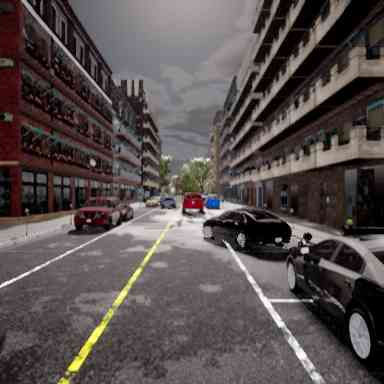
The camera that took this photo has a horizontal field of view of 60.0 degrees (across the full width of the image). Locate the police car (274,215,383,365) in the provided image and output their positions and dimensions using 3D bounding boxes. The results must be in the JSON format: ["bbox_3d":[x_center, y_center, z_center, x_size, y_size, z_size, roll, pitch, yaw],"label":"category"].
[{"bbox_3d":[3.133,1.409,5.920,1.930,1.638,5.238,0,0,0],"label":"police car"}]

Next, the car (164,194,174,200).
[{"bbox_3d":[-5.681,1.334,82.104,2.008,1.369,4.403,1,0,0],"label":"car"}]

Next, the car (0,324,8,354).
[{"bbox_3d":[-3.099,1.543,1.577,2.033,1.411,5.357,0,0,0],"label":"car"}]

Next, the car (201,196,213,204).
[{"bbox_3d":[2.679,1.386,59.780,1.887,1.381,4.507,1,0,0],"label":"car"}]

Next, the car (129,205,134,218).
[{"bbox_3d":[-5.680,1.511,26.393,1.802,1.307,4.206,1,0,0],"label":"car"}]

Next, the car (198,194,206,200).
[{"bbox_3d":[2.667,1.320,87.635,2.008,1.369,4.403,1,0,0],"label":"car"}]

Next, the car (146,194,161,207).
[{"bbox_3d":[-5.680,1.396,48.507,1.752,1.417,4.829,1,0,0],"label":"car"}]

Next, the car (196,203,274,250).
[{"bbox_3d":[2.152,1.468,14.340,1.837,1.490,4.892,0,1,-24],"label":"car"}]

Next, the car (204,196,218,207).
[{"bbox_3d":[2.707,1.396,48.808,1.752,1.417,4.829,1,0,0],"label":"car"}]

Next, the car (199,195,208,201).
[{"bbox_3d":[2.666,1.380,76.494,1.802,1.307,4.206,1,0,0],"label":"car"}]

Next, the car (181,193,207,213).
[{"bbox_3d":[0.085,1.128,34.869,2.150,2.045,5.566,0,0,-1],"label":"car"}]

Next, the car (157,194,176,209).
[{"bbox_3d":[-3.094,1.409,43.921,1.812,1.442,4.674,0,0,0],"label":"car"}]

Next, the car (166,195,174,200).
[{"bbox_3d":[-5.681,1.351,87.675,1.802,1.307,4.206,1,0,0],"label":"car"}]

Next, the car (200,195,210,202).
[{"bbox_3d":[2.667,1.379,70.922,1.947,1.339,4.313,1,0,0],"label":"car"}]

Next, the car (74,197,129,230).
[{"bbox_3d":[-5.676,1.259,20.821,2.192,1.841,5.009,1,0,0],"label":"car"}]

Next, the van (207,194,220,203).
[{"bbox_3d":[2.706,1.226,43.066,1.690,1.788,3.998,1,0,0],"label":"van"}]

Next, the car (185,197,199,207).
[{"bbox_3d":[0.038,1.418,48.780,2.033,1.411,5.357,0,0,0],"label":"car"}]

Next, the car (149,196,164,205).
[{"bbox_3d":[-5.681,1.422,54.248,1.947,1.339,4.313,1,0,0],"label":"car"}]

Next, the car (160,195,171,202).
[{"bbox_3d":[-5.680,1.363,70.961,2.008,1.369,4.403,1,0,0],"label":"car"}]
